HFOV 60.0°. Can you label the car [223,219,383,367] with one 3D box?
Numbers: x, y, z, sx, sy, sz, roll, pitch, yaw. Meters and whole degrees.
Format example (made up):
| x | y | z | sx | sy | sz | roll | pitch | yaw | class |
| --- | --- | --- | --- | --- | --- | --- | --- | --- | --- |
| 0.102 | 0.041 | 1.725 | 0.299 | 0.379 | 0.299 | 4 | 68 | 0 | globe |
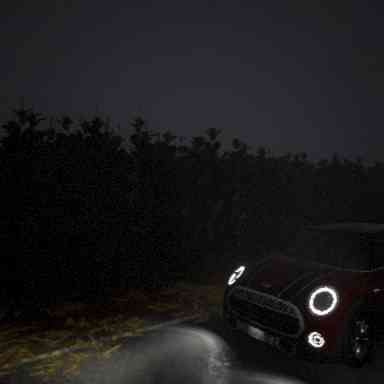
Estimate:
| x | y | z | sx | sy | sz | roll | pitch | yaw | class |
| --- | --- | --- | --- | --- | --- | --- | --- | --- | --- |
| 2.721 | 1.378 | 5.931 | 4.553 | 1.767 | 2.097 | 0 | 0 | -36 | car |
